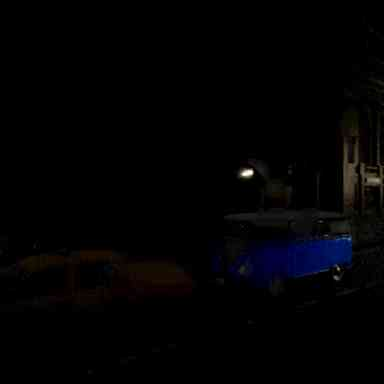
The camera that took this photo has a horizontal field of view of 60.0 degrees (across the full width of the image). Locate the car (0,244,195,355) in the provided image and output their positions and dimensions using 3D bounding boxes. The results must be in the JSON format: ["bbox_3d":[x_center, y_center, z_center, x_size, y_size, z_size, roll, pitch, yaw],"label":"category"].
[{"bbox_3d":[-2.227,1.532,5.061,4.829,1.417,1.752,1,0,-36],"label":"car"}]

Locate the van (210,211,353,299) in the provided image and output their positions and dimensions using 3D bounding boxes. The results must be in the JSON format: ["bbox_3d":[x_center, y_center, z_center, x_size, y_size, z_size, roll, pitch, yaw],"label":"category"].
[{"bbox_3d":[2.318,1.388,8.305,3.998,1.788,1.690,1,0,-36],"label":"van"}]
